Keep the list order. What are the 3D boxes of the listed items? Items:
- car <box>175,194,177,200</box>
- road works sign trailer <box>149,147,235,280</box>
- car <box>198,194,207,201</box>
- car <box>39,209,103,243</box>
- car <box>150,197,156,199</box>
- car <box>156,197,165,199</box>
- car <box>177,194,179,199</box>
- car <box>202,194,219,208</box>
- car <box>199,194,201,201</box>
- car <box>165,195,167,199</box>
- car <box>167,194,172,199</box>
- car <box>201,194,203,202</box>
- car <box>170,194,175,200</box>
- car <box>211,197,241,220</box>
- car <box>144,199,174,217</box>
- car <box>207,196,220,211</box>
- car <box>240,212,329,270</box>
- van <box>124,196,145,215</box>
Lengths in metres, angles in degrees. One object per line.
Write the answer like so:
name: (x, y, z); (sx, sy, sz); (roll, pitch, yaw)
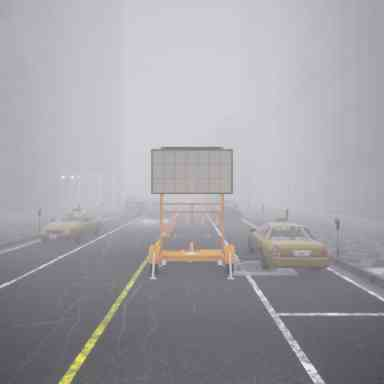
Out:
car: (-5.660, 1.411, 83.963); (2.192, 1.841, 5.009); (0, 0, 0)
road works sign trailer: (0.001, 0.461, 9.952); (2.380, 3.560, 2.880); (0, 0, 0)
car: (2.866, 1.434, 89.593); (2.192, 1.841, 5.009); (0, 0, 0)
car: (-5.665, 1.519, 16.089); (1.752, 1.417, 4.829); (0, 0, 1)
car: (-5.663, 1.565, 38.852); (1.947, 1.339, 4.313); (0, 0, 0)
car: (-5.662, 1.458, 50.131); (1.967, 1.590, 4.097); (0, 0, 0)
car: (-5.659, 1.456, 95.241); (2.192, 1.841, 5.009); (0, 0, 0)
car: (2.863, 1.323, 44.477); (2.192, 1.841, 5.009); (0, 0, 0)
car: (2.865, 1.479, 61.395); (1.967, 1.590, 4.097); (0, 0, 0)
car: (-5.661, 1.573, 55.769); (1.887, 1.381, 4.507); (0, 0, 0)
car: (-5.660, 1.631, 67.047); (1.802, 1.307, 4.206); (0, 0, 0)
car: (2.863, 1.333, 50.116); (2.192, 1.841, 5.009); (0, 0, 0)
car: (-5.660, 1.601, 78.155); (1.752, 1.417, 4.829); (0, 0, 0)
car: (2.862, 1.431, 27.559); (1.967, 1.590, 4.097); (0, 0, 0)
car: (-2.996, 1.593, 31.012); (1.895, 1.301, 4.718); (0, 0, 0)
car: (2.862, 1.434, 33.197); (1.967, 1.590, 4.097); (0, 0, 0)
car: (2.867, 1.521, 10.842); (1.752, 1.417, 4.829); (0, 0, 1)
van: (-5.662, 1.335, 33.213); (1.690, 1.788, 3.998); (0, 0, 0)
